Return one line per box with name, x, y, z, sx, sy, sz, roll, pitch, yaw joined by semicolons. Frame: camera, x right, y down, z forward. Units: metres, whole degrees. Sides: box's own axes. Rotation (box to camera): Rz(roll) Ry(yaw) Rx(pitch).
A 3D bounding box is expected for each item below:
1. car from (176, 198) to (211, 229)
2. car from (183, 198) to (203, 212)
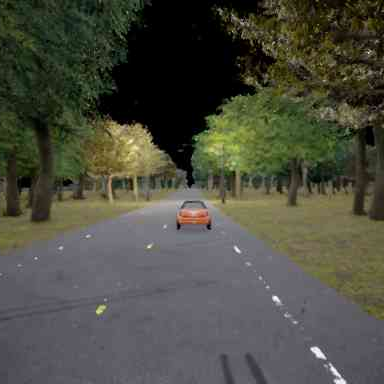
car;0.107;1.339;21.789;2.097;1.767;4.553;0;0;0
car;0.113;1.448;38.582;2.128;1.511;4.902;0;0;0
